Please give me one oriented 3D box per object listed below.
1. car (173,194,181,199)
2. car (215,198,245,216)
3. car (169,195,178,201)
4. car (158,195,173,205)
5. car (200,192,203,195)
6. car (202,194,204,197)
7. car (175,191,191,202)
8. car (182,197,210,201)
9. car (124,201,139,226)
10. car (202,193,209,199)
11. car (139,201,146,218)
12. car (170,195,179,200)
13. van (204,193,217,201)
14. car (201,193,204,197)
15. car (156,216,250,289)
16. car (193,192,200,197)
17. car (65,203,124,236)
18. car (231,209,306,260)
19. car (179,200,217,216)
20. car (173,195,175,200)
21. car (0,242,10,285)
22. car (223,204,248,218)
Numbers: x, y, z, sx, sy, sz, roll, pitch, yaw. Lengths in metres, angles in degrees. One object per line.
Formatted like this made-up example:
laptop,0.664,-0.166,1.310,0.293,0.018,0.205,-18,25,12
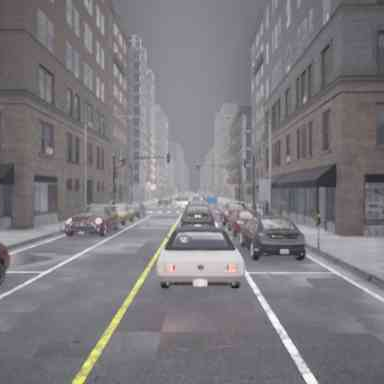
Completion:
car,-4.205,1.310,95.537,1.947,1.339,4.313,0,0,1
car,2.912,1.383,23.078,1.967,1.590,4.097,0,0,1
car,-4.421,1.325,78.323,1.752,1.417,4.829,0,0,1
car,-4.704,1.411,55.767,2.008,1.369,4.403,0,0,1
car,3.677,1.096,84.079,2.192,1.841,5.009,0,0,1
car,3.463,1.413,67.036,1.802,1.307,4.206,0,0,1
car,-1.916,1.183,68.172,2.097,1.767,4.553,0,0,1
car,0.343,1.434,28.518,1.837,1.490,4.892,0,0,1
car,-5.115,1.469,23.000,1.752,1.417,4.829,0,0,1
car,3.819,1.185,95.441,1.967,1.590,4.097,0,0,1
car,-5.043,1.480,28.688,2.008,1.369,4.403,0,0,1
car,-4.348,1.347,84.174,1.947,1.339,4.313,0,0,1
van,3.320,1.201,55.675,1.690,1.788,3.998,0,0,1
car,3.606,1.381,78.399,1.802,1.307,4.206,0,0,1
car,0.203,1.578,9.068,1.895,1.301,4.718,0,0,1
car,1.056,1.308,85.419,2.033,1.411,5.357,0,0,1
car,-5.182,1.397,17.652,1.967,1.590,4.097,0,0,1
car,2.774,1.521,12.041,2.008,1.369,4.403,0,0,1
car,0.329,1.457,19.180,1.837,1.490,4.892,0,0,1
car,-4.633,1.391,61.448,1.887,1.381,4.507,0,0,1
car,-5.320,1.566,6.616,1.802,1.307,4.206,0,0,1
car,2.843,1.538,17.559,1.802,1.307,4.206,0,0,1
